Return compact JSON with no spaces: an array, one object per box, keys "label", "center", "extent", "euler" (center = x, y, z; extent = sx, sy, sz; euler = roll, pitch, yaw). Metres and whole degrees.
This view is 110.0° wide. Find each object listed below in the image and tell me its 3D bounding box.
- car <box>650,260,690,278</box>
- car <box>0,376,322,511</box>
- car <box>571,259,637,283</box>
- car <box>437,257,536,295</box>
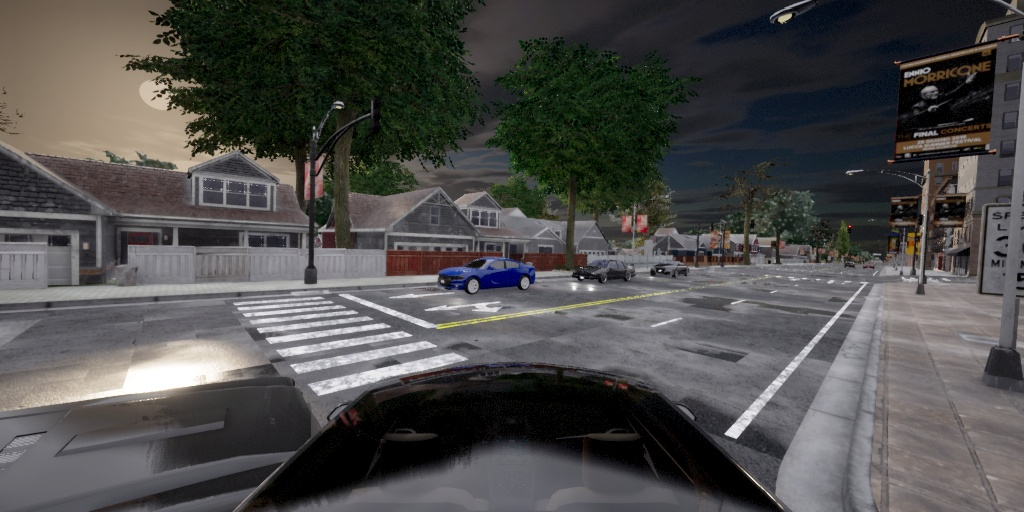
[{"label":"car","center":[13.382,1.021,30.298],"extent":[4.181,1.385,1.994],"euler":[1,2,-44]},{"label":"car","center":[-3.315,1.281,1.351],"extent":[4.718,1.301,1.895],"euler":[1,2,-34]},{"label":"car","center":[6.152,0.934,23.411],"extent":[5.357,1.411,2.033],"euler":[1,2,-44]},{"label":"car","center":[-1.047,0.797,16.525],"extent":[5.008,1.535,1.882],"euler":[0,2,-44]}]
